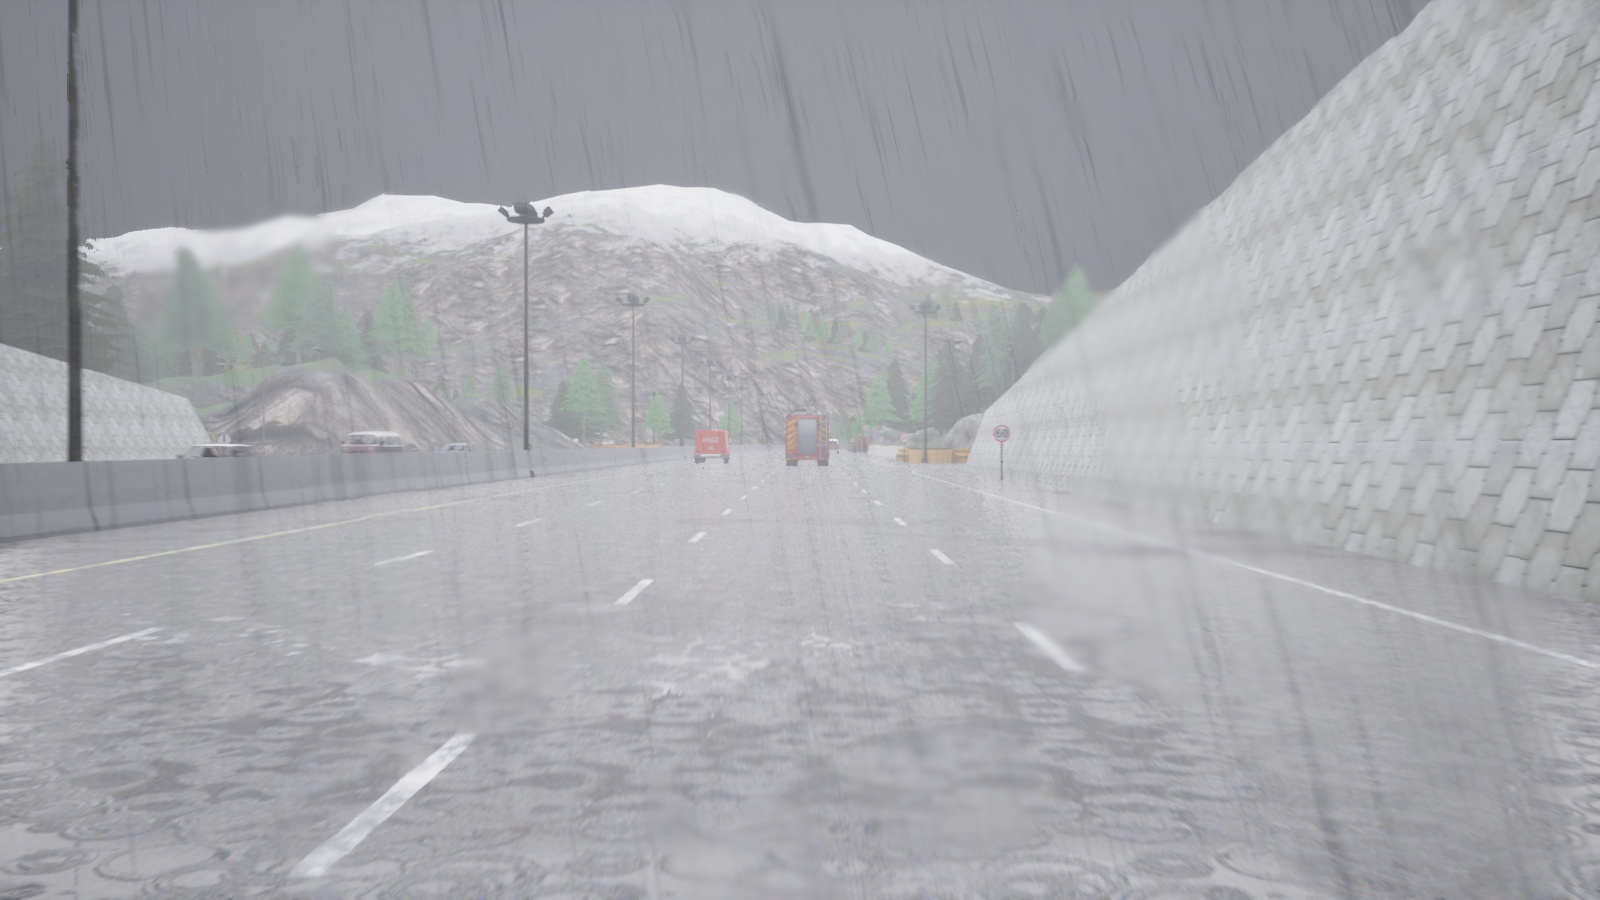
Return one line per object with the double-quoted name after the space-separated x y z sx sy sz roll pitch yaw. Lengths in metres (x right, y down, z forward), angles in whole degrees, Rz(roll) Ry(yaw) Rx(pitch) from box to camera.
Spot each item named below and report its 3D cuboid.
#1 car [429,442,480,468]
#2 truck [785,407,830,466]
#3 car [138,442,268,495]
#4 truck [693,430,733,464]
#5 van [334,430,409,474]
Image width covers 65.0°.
-20.567 0.278 74.845 1.970 1.475 3.806 0 0 0 "car"
0.491 -0.892 85.158 2.891 3.827 8.468 0 0 0 "truck"
-17.282 0.494 36.563 1.970 1.475 3.806 0 0 0 "car"
-6.461 -0.266 93.742 2.627 2.467 5.204 0 0 0 "truck"
-20.646 0.119 60.700 2.069 2.038 4.480 0 0 0 "van"
